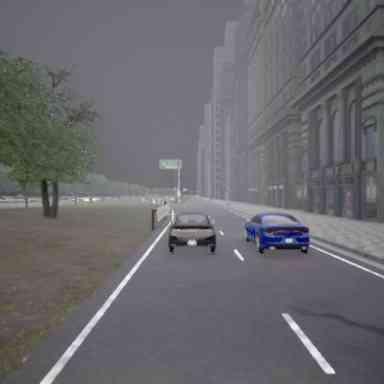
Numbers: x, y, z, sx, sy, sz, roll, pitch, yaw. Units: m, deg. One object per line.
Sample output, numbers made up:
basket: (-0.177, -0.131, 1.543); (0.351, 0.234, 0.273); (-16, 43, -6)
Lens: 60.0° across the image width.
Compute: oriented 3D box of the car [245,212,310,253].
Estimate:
car: (3.512, 1.613, 14.473); (1.882, 1.535, 5.008); (0, 0, 0)

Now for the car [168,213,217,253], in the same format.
car: (0.011, 1.626, 14.293); (2.128, 1.511, 4.902); (0, 0, 0)
